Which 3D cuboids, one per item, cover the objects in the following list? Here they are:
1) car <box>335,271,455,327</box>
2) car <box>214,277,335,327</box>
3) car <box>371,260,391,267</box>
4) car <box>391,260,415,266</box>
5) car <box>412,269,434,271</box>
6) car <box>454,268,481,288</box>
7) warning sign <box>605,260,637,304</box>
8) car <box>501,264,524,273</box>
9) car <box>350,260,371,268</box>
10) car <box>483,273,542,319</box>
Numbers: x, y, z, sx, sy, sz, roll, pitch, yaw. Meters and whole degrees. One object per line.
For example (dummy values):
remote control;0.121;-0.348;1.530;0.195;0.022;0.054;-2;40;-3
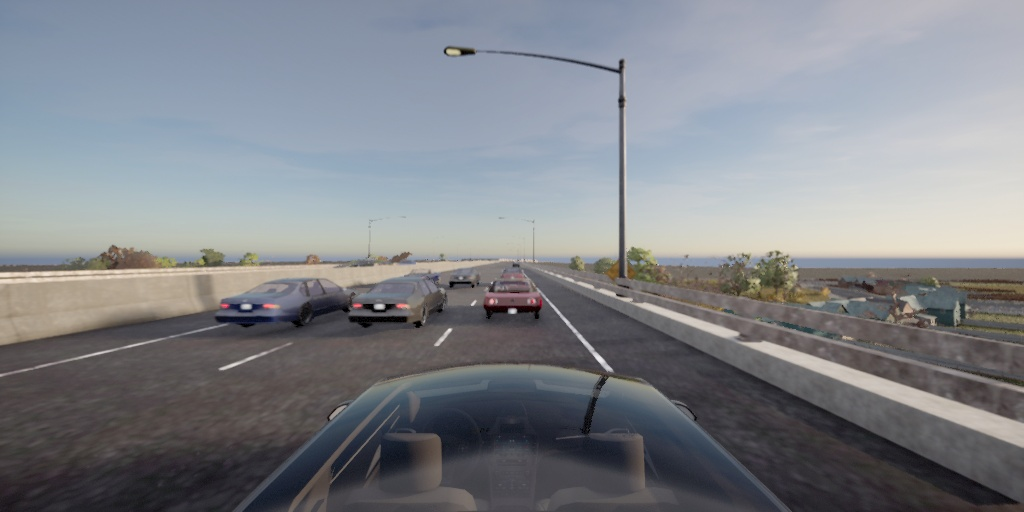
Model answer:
car;-3.475;1.411;11.956;2.033;1.411;5.357;0;-1;1
car;-6.975;1.411;11.950;2.033;1.411;5.357;0;-1;1
car;-21.031;1.737;59.301;2.097;1.767;4.553;0;-1;1
car;-17.535;1.606;59.321;2.150;2.045;5.566;0;-1;1
car;-6.958;1.646;28.508;1.895;1.301;4.718;0;-1;1
car;-3.474;1.576;26.965;2.033;1.411;5.357;0;-1;1
warning sign;4.550;1.011;15.017;1.300;1.860;1.060;0;0;0
car;0.053;1.622;29.611;1.994;1.385;4.181;0;-1;0
car;-24.521;1.604;59.070;2.150;2.045;5.566;0;-1;1
car;0.042;1.481;13.509;1.895;1.301;4.718;0;-1;1
